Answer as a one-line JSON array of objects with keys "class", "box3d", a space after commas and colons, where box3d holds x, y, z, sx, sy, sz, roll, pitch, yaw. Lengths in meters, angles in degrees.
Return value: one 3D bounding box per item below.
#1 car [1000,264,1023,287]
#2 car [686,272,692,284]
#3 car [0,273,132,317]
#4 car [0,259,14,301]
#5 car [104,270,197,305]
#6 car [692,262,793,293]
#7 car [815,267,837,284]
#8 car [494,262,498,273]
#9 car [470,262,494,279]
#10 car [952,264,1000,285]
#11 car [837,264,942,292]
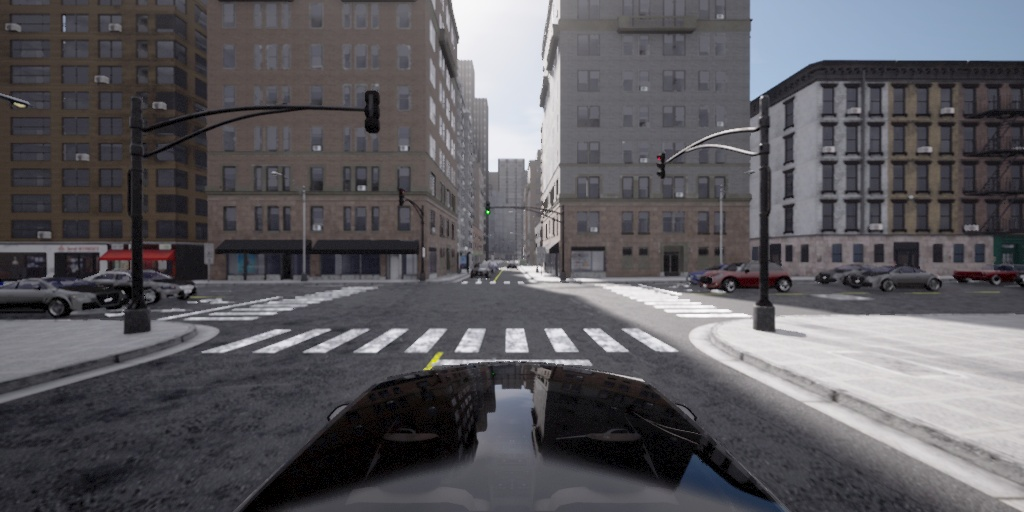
[{"class": "car", "box3d": [32.364, 1.125, 20.806, 4.902, 1.511, 2.128, 0, 0, 0]}, {"class": "car", "box3d": [14.147, 1.270, 23.950, 4.674, 1.442, 1.812, 0, 0, 0]}, {"class": "car", "box3d": [-17.541, 1.520, 13.798, 4.181, 1.385, 1.994, 0, 0, 0]}, {"class": "car", "box3d": [-27.896, 1.210, 16.976, 5.566, 2.045, 2.150, 0, 0, -1]}, {"class": "car", "box3d": [-17.814, 1.434, 17.057, 4.902, 1.511, 2.128, 0, 0, 1]}, {"class": "car", "box3d": [13.324, 1.116, 20.674, 4.553, 1.767, 2.097, 0, 0, -1]}, {"class": "car", "box3d": [22.894, 1.250, 24.013, 4.181, 1.385, 1.994, 0, 0, -1]}, {"class": "car", "box3d": [-3.170, 1.652, 46.631, 1.895, 1.301, 4.718, 0, 0, 0]}, {"class": "car", "box3d": [-3.159, 1.486, 36.667, 1.837, 1.490, 4.892, 0, 0, 0]}, {"class": "car", "box3d": [32.814, 1.217, 24.058, 4.718, 1.301, 1.895, 0, 0, 0]}, {"class": "car", "box3d": [21.967, 1.271, 20.751, 4.181, 1.385, 1.994, 0, 0, -1]}]
